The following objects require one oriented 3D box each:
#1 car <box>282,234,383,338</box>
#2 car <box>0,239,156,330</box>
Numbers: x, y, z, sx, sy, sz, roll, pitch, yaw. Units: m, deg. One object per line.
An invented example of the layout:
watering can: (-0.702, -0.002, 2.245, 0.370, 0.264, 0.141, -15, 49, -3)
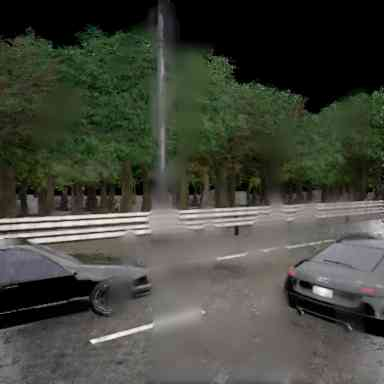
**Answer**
car: (3.676, 1.514, 6.361, 4.181, 1.385, 1.994, -1, 0, -35)
car: (-3.324, 1.544, 5.675, 5.357, 1.411, 2.033, -1, 0, -35)
